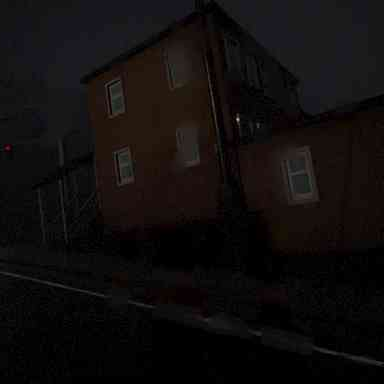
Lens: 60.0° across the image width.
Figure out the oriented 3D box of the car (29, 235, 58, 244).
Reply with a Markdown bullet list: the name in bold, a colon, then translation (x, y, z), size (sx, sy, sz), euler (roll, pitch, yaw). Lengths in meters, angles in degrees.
- **car**: translation (-12.109, 4.594, 29.482), size (2.128, 1.511, 4.902), euler (-13, -12, 35)
